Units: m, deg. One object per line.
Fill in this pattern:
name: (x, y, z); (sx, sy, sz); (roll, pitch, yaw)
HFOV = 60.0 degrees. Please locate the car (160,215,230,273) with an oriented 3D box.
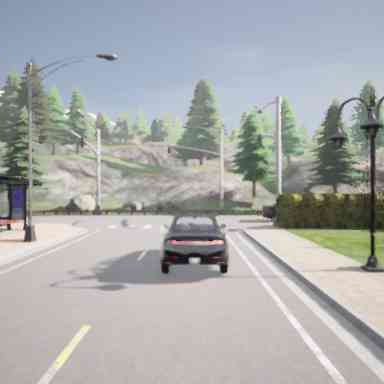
car: (0.085, 1.461, 10.533); (2.128, 1.511, 4.902); (0, 0, 0)

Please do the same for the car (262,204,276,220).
car: (7.815, 1.424, 24.994); (5.008, 1.535, 1.882); (0, -1, 0)
